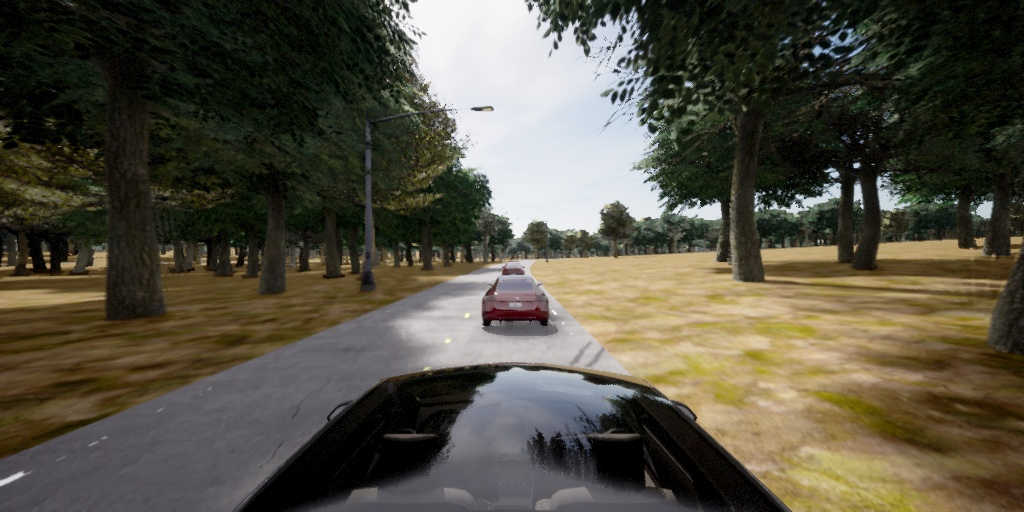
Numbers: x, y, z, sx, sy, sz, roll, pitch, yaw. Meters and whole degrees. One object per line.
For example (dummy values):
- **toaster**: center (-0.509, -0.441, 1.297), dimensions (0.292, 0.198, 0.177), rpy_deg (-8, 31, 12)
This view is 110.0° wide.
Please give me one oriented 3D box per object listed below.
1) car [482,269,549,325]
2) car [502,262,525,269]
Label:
- **car**: center (0.100, 1.309, 11.850), dimensions (1.994, 1.385, 4.181), rpy_deg (0, 0, 0)
- **car**: center (0.116, 1.242, 29.263), dimensions (1.812, 1.442, 4.674), rpy_deg (0, 0, 0)
